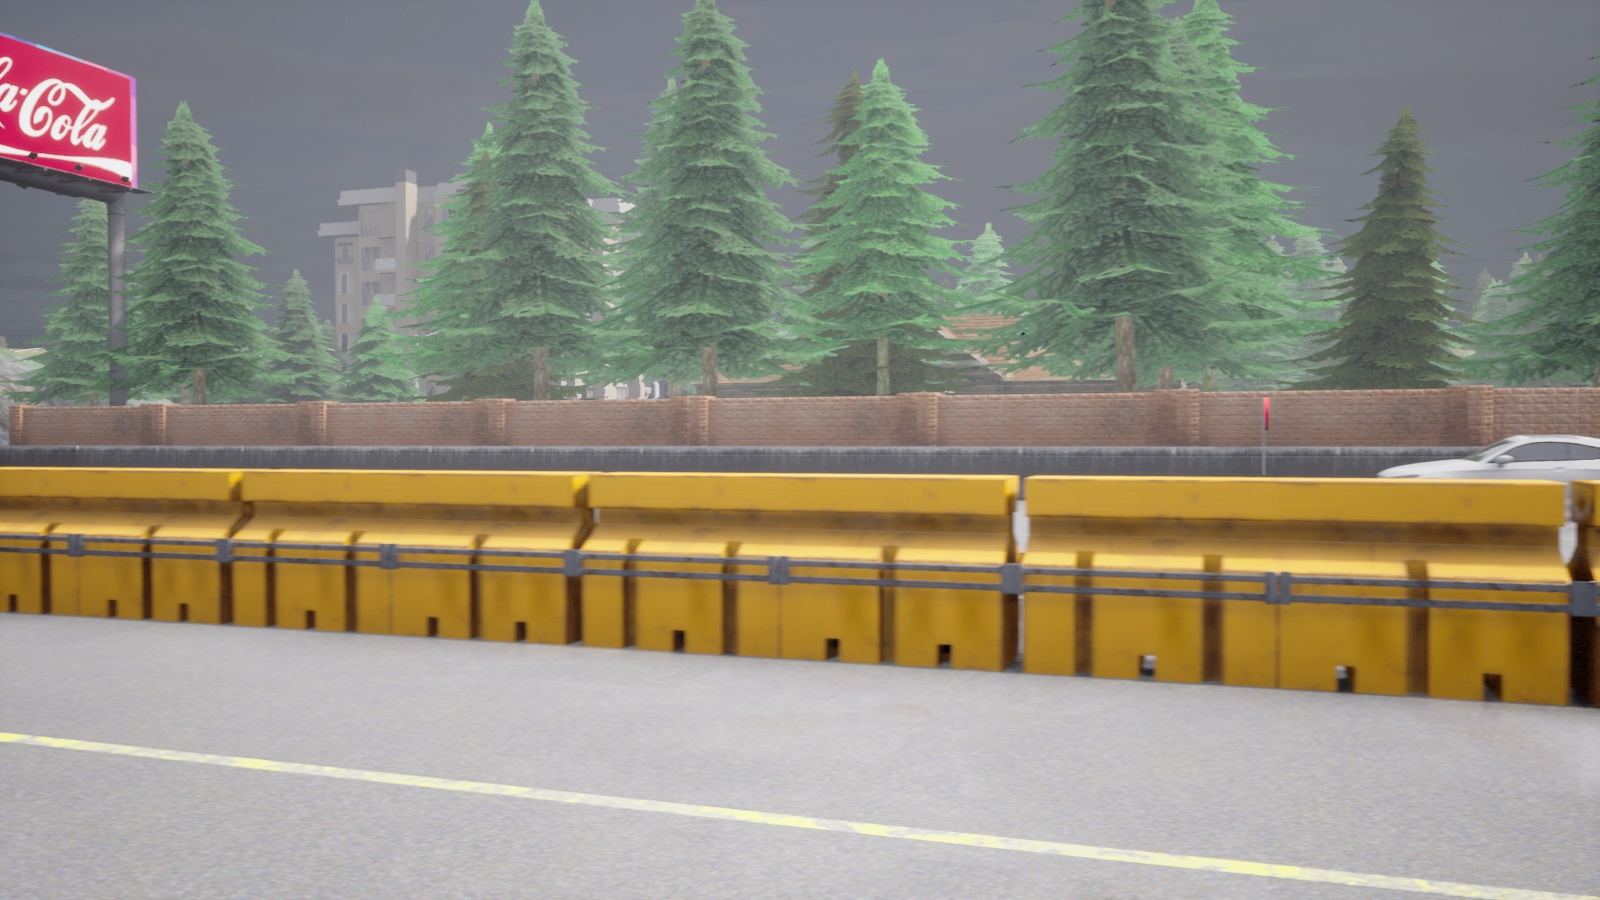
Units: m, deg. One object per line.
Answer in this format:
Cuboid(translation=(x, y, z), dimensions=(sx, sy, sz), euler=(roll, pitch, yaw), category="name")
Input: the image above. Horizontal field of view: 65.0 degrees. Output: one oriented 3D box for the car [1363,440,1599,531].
Cuboid(translation=(12.237, 0.563, 21.305), dimensions=(4.674, 1.442, 1.812), euler=(0, 1, 16), category="car")
